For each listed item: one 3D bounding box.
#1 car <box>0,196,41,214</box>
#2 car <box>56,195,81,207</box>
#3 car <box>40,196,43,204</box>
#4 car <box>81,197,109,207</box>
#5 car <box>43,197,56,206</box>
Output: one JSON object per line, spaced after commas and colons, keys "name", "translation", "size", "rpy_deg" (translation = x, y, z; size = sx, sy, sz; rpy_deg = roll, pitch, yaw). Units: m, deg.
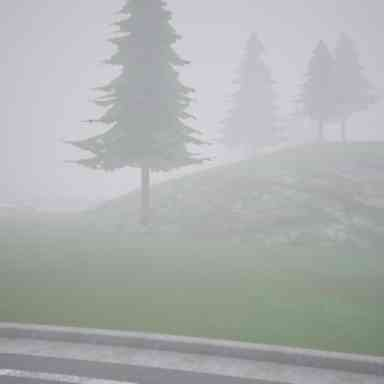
{"name": "car", "translation": [-18.068, 1.460, 34.114], "size": [1.812, 1.442, 4.674], "rpy_deg": [0, 0, 12]}
{"name": "car", "translation": [-18.109, 1.455, 50.832], "size": [1.882, 1.535, 5.008], "rpy_deg": [0, 0, 12]}
{"name": "car", "translation": [-24.804, 1.432, 52.984], "size": [1.837, 1.490, 4.892], "rpy_deg": [0, -1, 12]}
{"name": "car", "translation": [-14.455, 1.502, 51.158], "size": [2.128, 1.511, 4.902], "rpy_deg": [0, 0, 12]}
{"name": "car", "translation": [-21.113, 1.329, 53.473], "size": [2.097, 1.767, 4.553], "rpy_deg": [0, 0, 12]}
